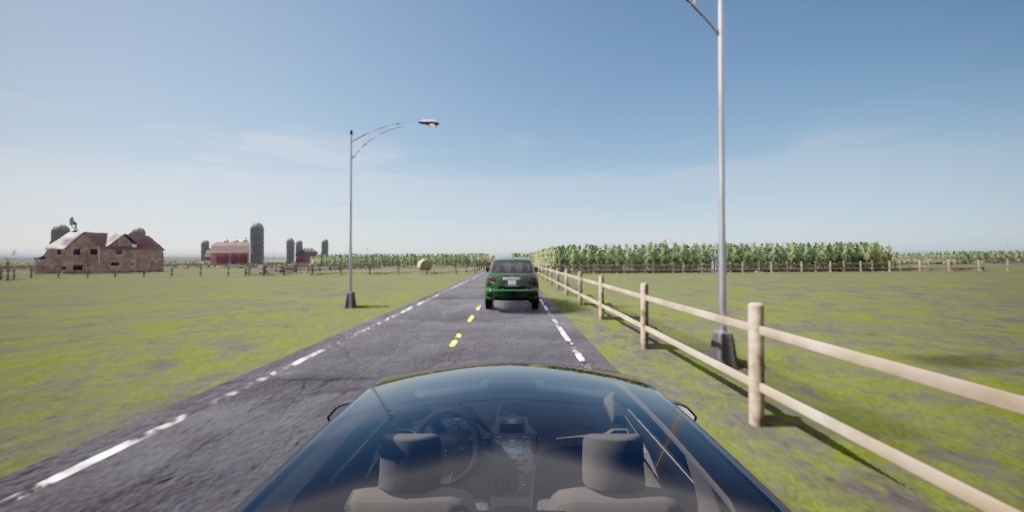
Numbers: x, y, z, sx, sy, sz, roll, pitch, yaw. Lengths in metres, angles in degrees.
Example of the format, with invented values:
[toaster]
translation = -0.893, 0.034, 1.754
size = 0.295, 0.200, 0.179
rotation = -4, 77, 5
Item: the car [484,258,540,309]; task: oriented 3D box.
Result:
[car]
translation = 0.000, 1.097, 15.867
size = 2.150, 2.045, 5.566
rotation = 0, 0, 0
